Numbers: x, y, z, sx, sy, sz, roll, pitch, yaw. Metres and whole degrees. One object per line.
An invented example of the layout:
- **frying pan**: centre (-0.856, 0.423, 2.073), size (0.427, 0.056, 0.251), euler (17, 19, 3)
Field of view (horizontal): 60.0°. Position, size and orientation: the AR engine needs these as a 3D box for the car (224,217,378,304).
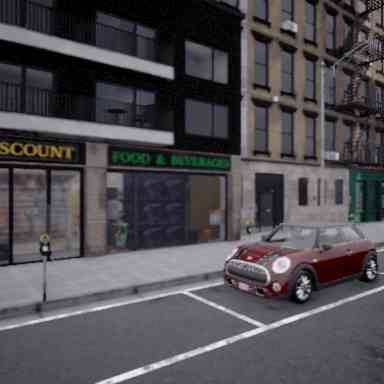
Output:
- **car**: centre (2.708, 1.454, 8.118), size (4.097, 1.590, 1.967), euler (0, 0, -35)
